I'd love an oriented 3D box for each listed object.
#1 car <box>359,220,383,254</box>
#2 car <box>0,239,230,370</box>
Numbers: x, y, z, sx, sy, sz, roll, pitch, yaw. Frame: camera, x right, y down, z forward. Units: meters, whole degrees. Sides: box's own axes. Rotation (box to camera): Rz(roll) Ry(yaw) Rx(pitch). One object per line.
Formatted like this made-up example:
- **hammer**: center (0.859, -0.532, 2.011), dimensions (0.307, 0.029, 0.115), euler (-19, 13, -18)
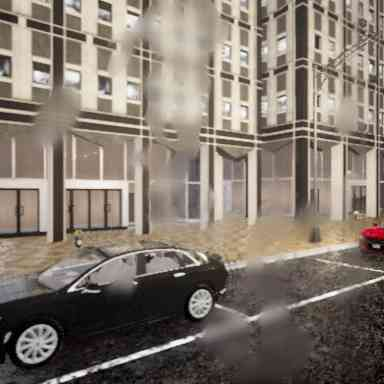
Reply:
- **car**: center (7.867, 1.522, 12.173), dimensions (4.507, 1.381, 1.887), euler (0, 0, -36)
- **car**: center (-1.329, 1.547, 5.610), dimensions (4.403, 1.369, 2.008), euler (0, 0, -36)
